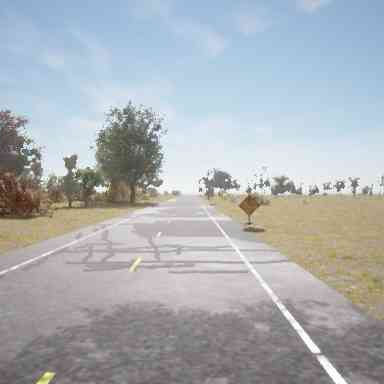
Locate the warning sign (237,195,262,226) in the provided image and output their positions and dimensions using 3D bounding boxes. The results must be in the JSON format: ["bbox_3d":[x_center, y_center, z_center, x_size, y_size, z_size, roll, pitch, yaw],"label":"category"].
[{"bbox_3d":[3.541,1.120,20.562,1.300,1.860,1.060,-1,-1,0],"label":"warning sign"}]
